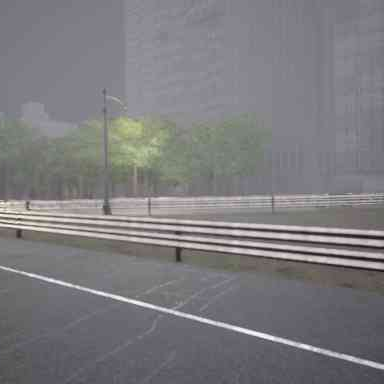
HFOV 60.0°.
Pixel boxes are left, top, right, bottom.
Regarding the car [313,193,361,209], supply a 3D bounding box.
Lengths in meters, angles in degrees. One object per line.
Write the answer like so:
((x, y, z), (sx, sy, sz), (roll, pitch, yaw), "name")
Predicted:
((14.538, 0.904, 33.590), (4.892, 1.490, 1.837), (-1, 0, -6), "car")
